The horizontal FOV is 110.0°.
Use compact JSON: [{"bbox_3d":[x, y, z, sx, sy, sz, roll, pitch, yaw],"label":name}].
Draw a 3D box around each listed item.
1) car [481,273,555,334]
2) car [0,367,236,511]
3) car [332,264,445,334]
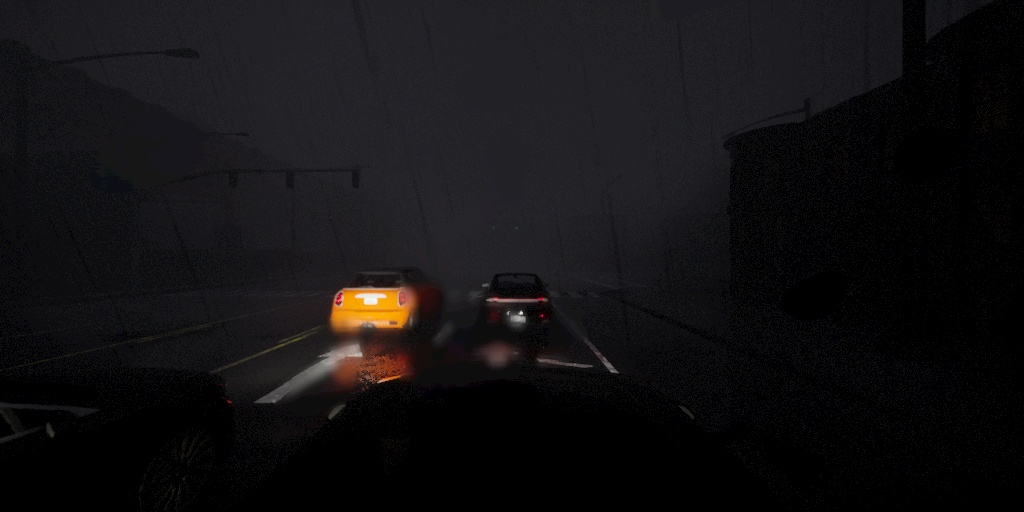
[{"bbox_3d":[0.112,1.246,10.699,2.128,1.511,4.902,0,0,-1],"label":"car"},{"bbox_3d":[-3.400,1.242,1.231,2.128,1.511,4.902,0,0,0],"label":"car"},{"bbox_3d":[-3.394,1.105,10.741,2.097,1.767,4.553,0,0,0],"label":"car"}]
